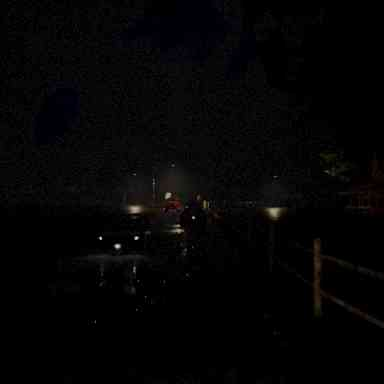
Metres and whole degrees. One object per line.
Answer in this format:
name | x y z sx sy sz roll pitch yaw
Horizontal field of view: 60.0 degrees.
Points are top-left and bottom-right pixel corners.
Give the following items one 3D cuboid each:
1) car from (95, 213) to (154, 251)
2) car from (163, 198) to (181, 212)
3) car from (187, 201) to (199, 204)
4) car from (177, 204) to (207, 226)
car | -2.846 1.704 15.282 2.033 1.411 5.357 0 -1 -1
car | -2.813 1.836 47.728 2.150 2.045 5.566 0 -1 0
car | 0.121 1.869 41.924 2.097 1.767 4.553 0 -1 0
car | 0.114 1.844 25.747 1.994 1.385 4.181 0 -1 0
